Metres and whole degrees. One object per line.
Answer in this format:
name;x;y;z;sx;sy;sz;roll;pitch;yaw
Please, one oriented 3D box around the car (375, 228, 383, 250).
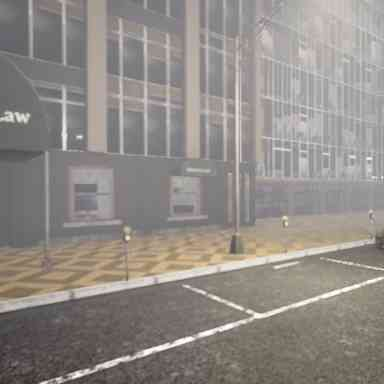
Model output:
car;8.852;1.527;12.871;4.313;1.339;1.947;0;0;-35
